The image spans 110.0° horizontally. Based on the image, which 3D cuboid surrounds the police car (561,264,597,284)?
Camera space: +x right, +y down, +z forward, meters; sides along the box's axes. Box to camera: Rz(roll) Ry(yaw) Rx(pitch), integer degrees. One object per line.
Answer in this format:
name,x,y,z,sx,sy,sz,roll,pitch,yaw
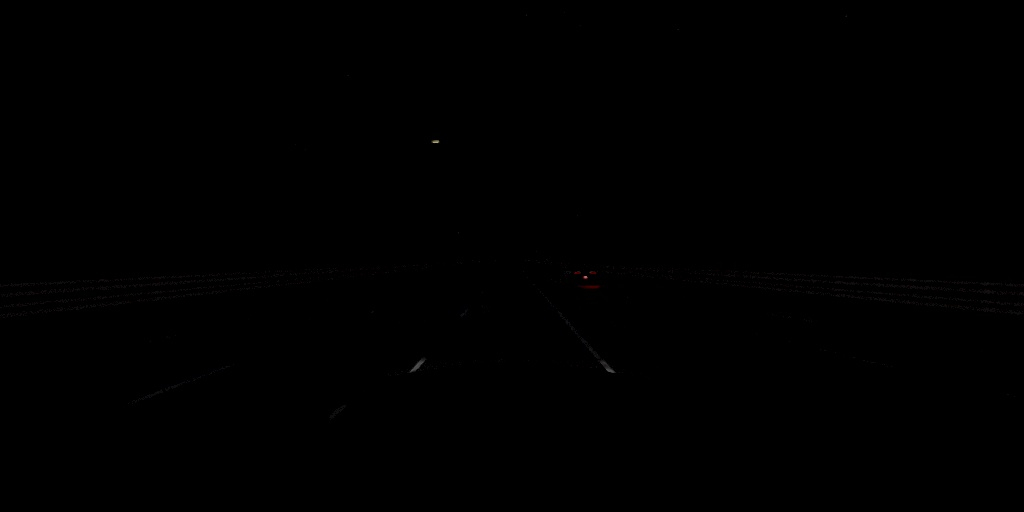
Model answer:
police car,5.482,1.506,30.340,2.038,1.542,4.974,0,-1,-6
